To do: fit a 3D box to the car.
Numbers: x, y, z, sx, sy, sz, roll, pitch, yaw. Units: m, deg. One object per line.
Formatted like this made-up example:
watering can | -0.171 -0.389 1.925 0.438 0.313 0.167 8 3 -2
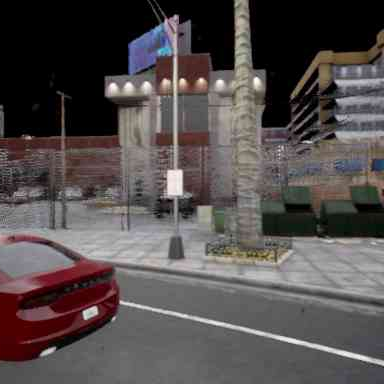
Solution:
car | -3.534 1.458 5.561 5.008 1.535 1.882 0 0 28
